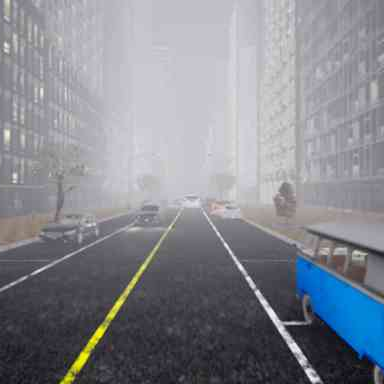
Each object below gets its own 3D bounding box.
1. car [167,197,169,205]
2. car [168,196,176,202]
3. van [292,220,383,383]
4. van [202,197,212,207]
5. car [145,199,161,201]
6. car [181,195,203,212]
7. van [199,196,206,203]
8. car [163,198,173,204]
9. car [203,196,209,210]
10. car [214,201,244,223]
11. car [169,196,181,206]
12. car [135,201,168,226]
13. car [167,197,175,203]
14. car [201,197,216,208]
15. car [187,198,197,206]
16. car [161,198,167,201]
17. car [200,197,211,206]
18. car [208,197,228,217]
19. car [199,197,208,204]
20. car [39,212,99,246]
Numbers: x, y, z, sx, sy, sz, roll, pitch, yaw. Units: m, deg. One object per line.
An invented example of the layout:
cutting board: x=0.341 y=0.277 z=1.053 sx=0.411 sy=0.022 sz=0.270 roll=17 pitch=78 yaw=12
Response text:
car: x=-5.701 y=2.044 z=67.054 sx=1.947 sy=1.339 sz=4.313 roll=-1 pitch=0 yaw=0
car: x=-5.704 y=1.990 z=95.474 sx=2.192 sy=1.841 sz=5.009 roll=-1 pitch=0 yaw=0
van: x=2.681 y=1.375 z=4.538 sx=1.690 sy=1.788 sz=3.998 roll=-1 pitch=0 yaw=0
van: x=2.678 y=1.779 z=61.373 sx=1.690 sy=1.788 sz=3.998 roll=-1 pitch=0 yaw=0
car: x=-5.701 y=1.758 z=44.321 sx=1.967 sy=1.590 sz=4.097 roll=-1 pitch=0 yaw=0
car: x=-0.001 y=1.448 z=44.670 sx=2.150 sy=2.045 sz=5.566 roll=0 pitch=0 yaw=0
van: x=2.677 y=1.938 z=84.106 sx=1.690 sy=1.788 sz=3.998 roll=-1 pitch=0 yaw=0
car: x=-5.701 y=2.108 z=78.422 sx=2.008 sy=1.369 sz=4.403 roll=-1 pitch=0 yaw=0
car: x=2.678 y=1.673 z=50.006 sx=2.192 sy=1.841 sz=5.009 roll=-1 pitch=0 yaw=0
car: x=3.148 y=1.725 z=27.736 sx=1.812 sy=1.442 sz=4.674 roll=0 pitch=0 yaw=0
car: x=-3.013 y=1.946 z=66.376 sx=1.882 sy=1.535 sz=5.008 roll=0 pitch=0 yaw=0
car: x=-3.100 y=1.686 z=25.169 sx=1.837 sy=1.490 sz=4.892 roll=0 pitch=0 yaw=0
car: x=-5.703 y=2.076 z=89.789 sx=1.967 sy=1.590 sz=4.097 roll=-1 pitch=0 yaw=0
car: x=2.678 y=1.713 z=55.690 sx=2.192 sy=1.841 sz=5.009 roll=-1 pitch=0 yaw=0
car: x=-0.003 y=1.842 z=62.627 sx=1.882 sy=1.535 sz=5.008 roll=0 pitch=0 yaw=0
car: x=-5.700 y=1.922 z=55.518 sx=1.752 sy=1.417 sz=4.829 roll=-1 pitch=0 yaw=0
car: x=2.679 y=1.918 z=67.056 sx=1.967 sy=1.590 sz=4.097 roll=-1 pitch=0 yaw=0
car: x=3.112 y=1.602 z=34.707 sx=2.097 sy=1.767 sz=4.553 roll=0 pitch=0 yaw=0
car: x=2.678 y=1.997 z=78.423 sx=1.967 sy=1.590 sz=4.097 roll=-1 pitch=0 yaw=0
car: x=-5.699 y=1.666 z=15.903 sx=2.008 sy=1.369 sz=4.403 roll=-1 pitch=0 yaw=0
